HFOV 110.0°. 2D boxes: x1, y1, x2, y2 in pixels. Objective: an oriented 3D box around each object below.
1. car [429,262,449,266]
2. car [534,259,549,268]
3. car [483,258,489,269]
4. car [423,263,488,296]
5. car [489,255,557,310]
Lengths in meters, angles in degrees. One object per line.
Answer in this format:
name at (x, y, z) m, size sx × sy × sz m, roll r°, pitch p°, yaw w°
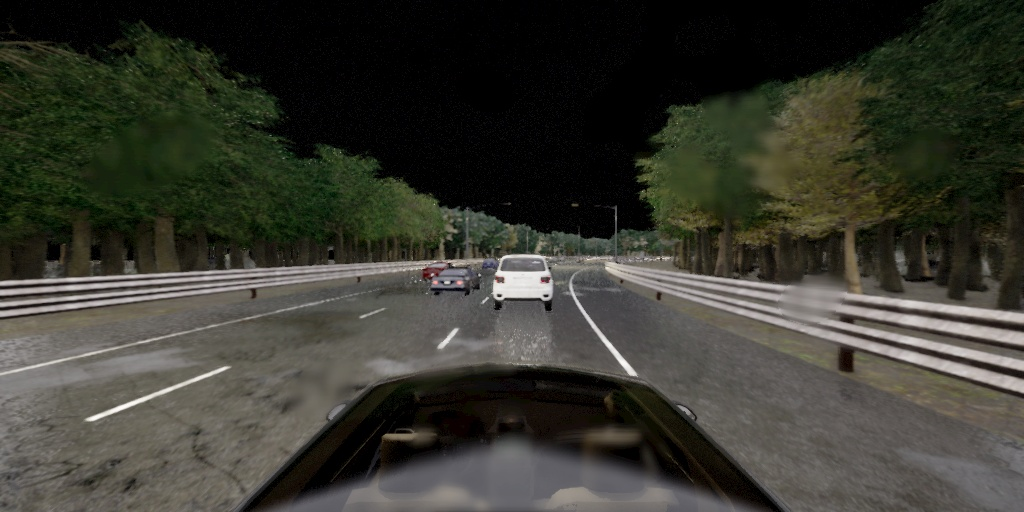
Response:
car at (-5.606, 1.228, 28.785) m, size 1.882 × 1.535 × 5.008 m, roll 0°, pitch 0°, yaw 5°
car at (5.103, 1.246, 61.409) m, size 2.033 × 1.411 × 5.357 m, roll 0°, pitch 0°, yaw 9°
car at (-2.999, 1.057, 53.573) m, size 2.097 × 1.767 × 4.553 m, roll 0°, pitch 0°, yaw 8°
car at (-2.849, 1.299, 19.335) m, size 2.033 × 1.411 × 5.357 m, roll 0°, pitch 0°, yaw 4°
car at (0.488, 0.974, 14.954) m, size 2.150 × 2.045 × 5.566 m, roll 0°, pitch 0°, yaw 3°
